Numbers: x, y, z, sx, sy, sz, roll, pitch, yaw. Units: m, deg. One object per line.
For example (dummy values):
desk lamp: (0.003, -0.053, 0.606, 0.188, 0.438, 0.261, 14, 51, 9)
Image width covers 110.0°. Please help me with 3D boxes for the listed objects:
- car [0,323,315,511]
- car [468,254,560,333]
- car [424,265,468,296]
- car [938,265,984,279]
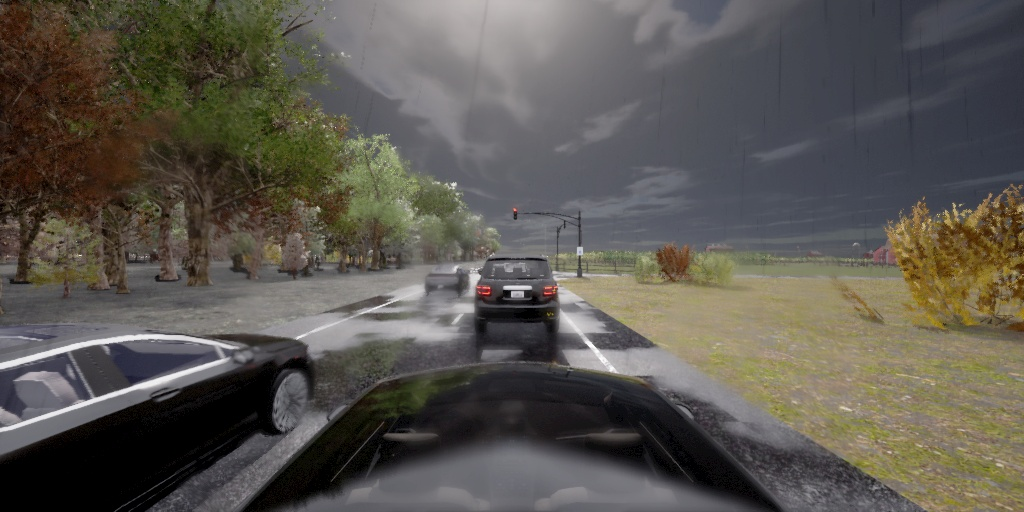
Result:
car: (-3.398, 1.243, 2.568, 2.128, 1.511, 4.902, 0, 0, 0)
car: (0.119, 0.974, 10.910, 2.150, 2.045, 5.566, 0, 0, 0)
car: (-3.363, 1.246, 19.346, 2.128, 1.511, 4.902, 0, 0, 0)
car: (48.592, 1.782, 39.188, 4.892, 1.490, 1.837, 1, -1, 0)
